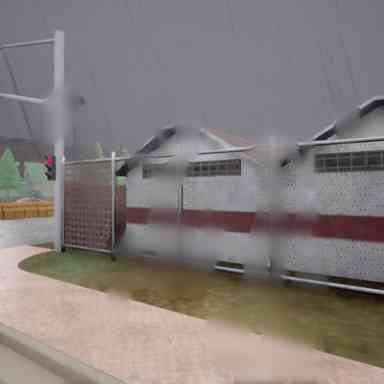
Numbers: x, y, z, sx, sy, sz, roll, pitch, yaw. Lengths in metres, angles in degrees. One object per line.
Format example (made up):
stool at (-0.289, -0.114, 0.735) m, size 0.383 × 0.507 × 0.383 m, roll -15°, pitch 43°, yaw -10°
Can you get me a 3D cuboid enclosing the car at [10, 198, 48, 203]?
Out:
car at (-20.281, 1.478, 40.890) m, size 1.882 × 1.535 × 5.008 m, roll 0°, pitch 0°, yaw 34°
